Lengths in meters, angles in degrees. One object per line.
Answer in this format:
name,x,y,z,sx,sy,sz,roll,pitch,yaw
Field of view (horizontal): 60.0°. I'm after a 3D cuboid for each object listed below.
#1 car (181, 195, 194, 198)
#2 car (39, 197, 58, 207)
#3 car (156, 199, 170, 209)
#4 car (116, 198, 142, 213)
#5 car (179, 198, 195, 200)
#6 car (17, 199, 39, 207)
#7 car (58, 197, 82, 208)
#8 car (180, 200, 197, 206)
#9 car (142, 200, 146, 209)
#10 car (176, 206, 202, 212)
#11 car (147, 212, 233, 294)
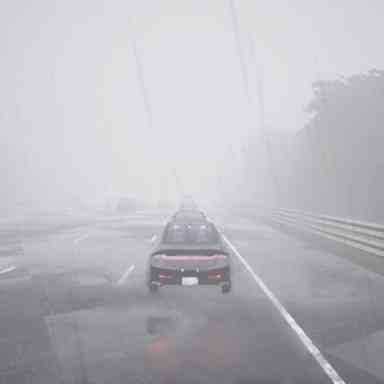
car,-0.697,1.388,47.855,2.150,2.045,5.566,0,0,-2
car,-22.058,1.611,53.541,2.128,1.511,4.902,0,0,-1
car,-4.234,1.707,48.924,2.033,1.411,5.357,0,0,-2
car,-7.456,1.459,38.796,2.097,1.767,4.553,0,0,-1
car,-0.441,1.690,38.270,1.994,1.385,4.181,0,0,-1
car,-25.538,1.702,52.312,1.895,1.301,4.718,0,0,-2
car,-18.513,1.616,51.741,2.128,1.511,4.902,0,0,-2
car,-0.293,1.628,27.247,2.033,1.411,5.357,0,0,-1
car,-7.708,1.744,47.778,1.895,1.301,4.718,0,0,-2
car,-0.147,1.644,17.771,1.895,1.301,4.718,0,0,-1
car,-0.052,1.507,8.839,2.128,1.511,4.902,0,0,0
